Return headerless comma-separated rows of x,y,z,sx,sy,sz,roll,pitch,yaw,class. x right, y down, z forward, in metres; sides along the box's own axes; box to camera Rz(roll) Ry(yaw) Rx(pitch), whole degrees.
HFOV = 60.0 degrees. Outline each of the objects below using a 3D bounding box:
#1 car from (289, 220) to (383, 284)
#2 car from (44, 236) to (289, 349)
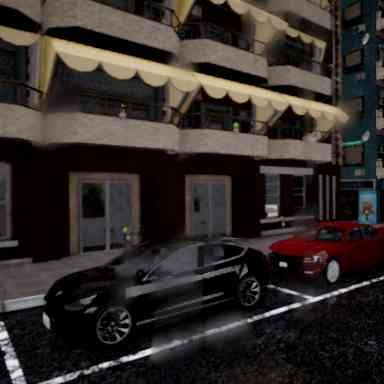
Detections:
4.083,1.528,9.479,4.507,1.381,1.887,0,0,-35,car
-0.414,1.560,6.272,4.313,1.339,1.947,0,0,-35,car
